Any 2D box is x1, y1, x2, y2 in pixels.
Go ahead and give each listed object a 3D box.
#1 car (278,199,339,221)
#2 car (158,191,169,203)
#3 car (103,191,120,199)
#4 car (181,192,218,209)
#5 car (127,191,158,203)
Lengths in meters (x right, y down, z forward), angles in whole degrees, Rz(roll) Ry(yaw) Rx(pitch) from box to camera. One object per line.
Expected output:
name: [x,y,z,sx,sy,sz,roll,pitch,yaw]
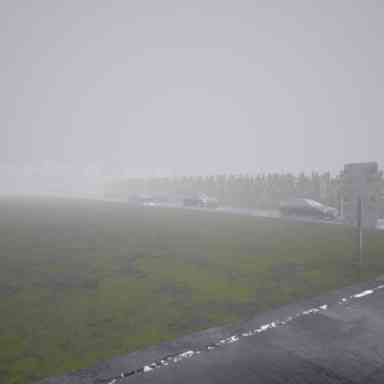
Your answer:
car: [8.615,1.263,24.888,1.812,1.442,4.674,1,1,-34]
car: [-5.386,0.620,49.470,2.097,1.767,4.553,1,1,-36]
car: [-15.320,0.467,63.272,2.128,1.511,4.902,1,1,-36]
car: [0.794,0.851,35.829,2.097,1.767,4.553,1,1,-36]
car: [-7.412,0.801,47.281,2.033,1.411,5.357,1,1,-35]
